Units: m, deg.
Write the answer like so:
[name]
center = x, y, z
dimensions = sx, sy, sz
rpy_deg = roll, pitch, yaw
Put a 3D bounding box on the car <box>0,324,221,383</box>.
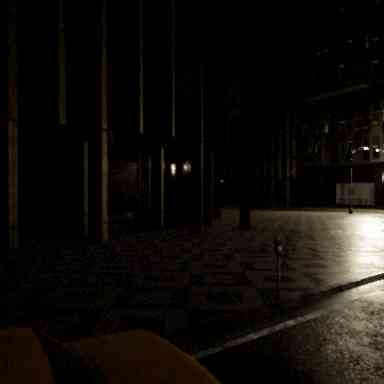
[car]
center = -1.951, 1.516, 1.592
dimensions = 4.829, 1.417, 1.752
rpy_deg = 0, 0, -35
